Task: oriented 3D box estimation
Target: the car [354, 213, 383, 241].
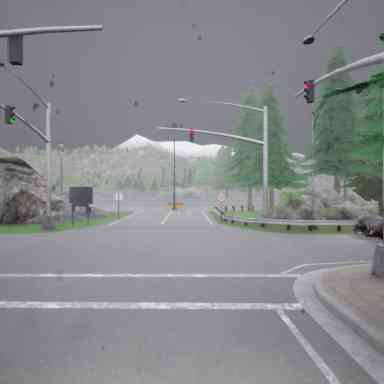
[{"bbox_3d":[10.937,1.543,17.247,4.553,1.767,2.097,0,0,0],"label":"car"}]
